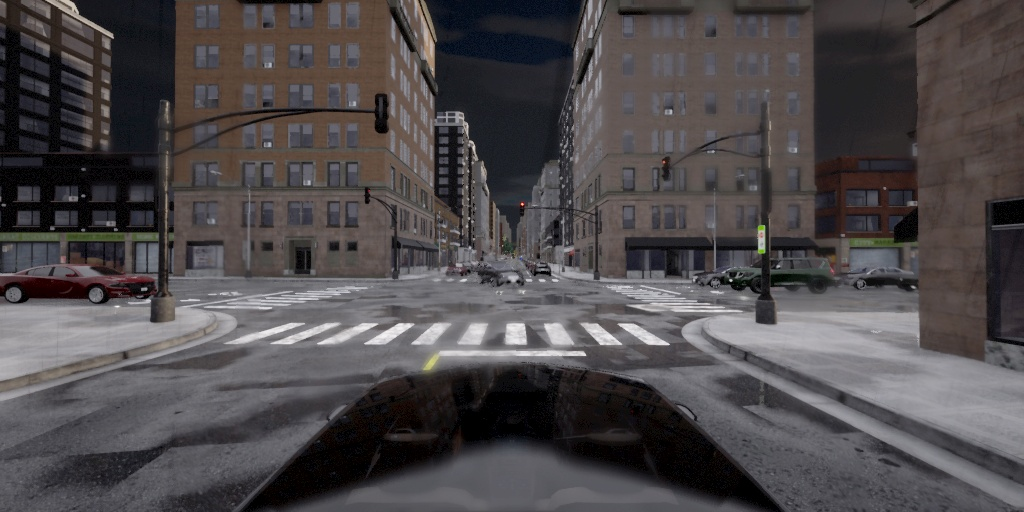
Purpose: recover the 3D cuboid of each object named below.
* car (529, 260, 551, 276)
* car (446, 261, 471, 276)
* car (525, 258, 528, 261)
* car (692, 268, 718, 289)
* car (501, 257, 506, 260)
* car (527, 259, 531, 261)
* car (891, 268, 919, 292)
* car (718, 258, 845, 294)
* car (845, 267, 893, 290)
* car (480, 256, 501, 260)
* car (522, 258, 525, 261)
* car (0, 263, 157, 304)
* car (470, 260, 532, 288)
[{"bbox_3d":[2.967,1.318,36.251,1.948,1.339,4.313,0,0,1],"label":"car"},{"bbox_3d":[-5.558,1.336,36.352,1.802,1.307,4.207,0,0,1],"label":"car"},{"bbox_3d":[3.103,1.302,47.311,2.007,1.370,4.403,0,0,1],"label":"car"},{"bbox_3d":[14.826,1.401,24.277,4.902,1.511,2.128,0,-1,2],"label":"car"},{"bbox_3d":[-2.488,1.258,60.259,1.837,1.490,4.892,0,0,1],"label":"car"},{"bbox_3d":[3.035,1.297,41.781,1.888,1.381,4.507,0,0,1],"label":"car"},{"bbox_3d":[25.718,1.550,20.963,4.718,1.301,1.895,0,-1,0],"label":"car"},{"bbox_3d":[15.615,1.105,21.029,5.566,2.045,2.150,0,-1,0],"label":"car"},{"bbox_3d":[24.231,1.463,24.219,4.902,1.511,2.128,0,-1,0],"label":"car"},{"bbox_3d":[-2.736,0.974,41.678,2.150,2.045,5.566,0,0,1],"label":"car"},{"bbox_3d":[3.307,1.315,63.902,1.948,1.339,4.313,0,0,1],"label":"car"},{"bbox_3d":[-17.440,1.062,14.537,5.008,1.535,1.882,0,-1,-1],"label":"car"},{"bbox_3d":[-0.877,1.245,24.043,2.128,1.511,4.902,0,0,-23],"label":"car"}]
